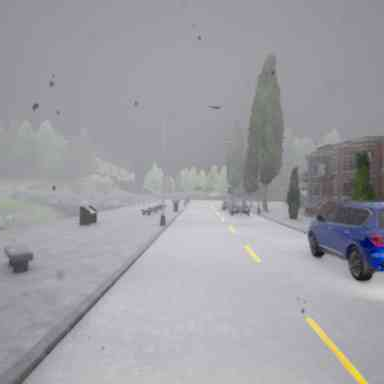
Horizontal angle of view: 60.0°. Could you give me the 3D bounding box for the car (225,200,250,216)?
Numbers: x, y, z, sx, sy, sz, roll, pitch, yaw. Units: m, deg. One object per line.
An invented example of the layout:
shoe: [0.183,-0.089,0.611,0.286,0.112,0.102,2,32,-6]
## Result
car: [4.875,1.746,34.907,1.895,1.301,4.718,1,0,2]

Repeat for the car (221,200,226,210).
car: [5.095,1.732,45.287,1.994,1.385,4.181,1,0,2]

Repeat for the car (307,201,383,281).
car: [5.352,1.281,10.267,2.150,2.045,5.566,-2,0,1]
